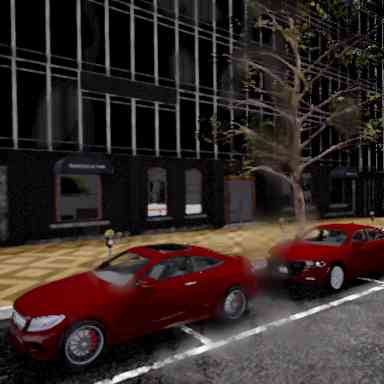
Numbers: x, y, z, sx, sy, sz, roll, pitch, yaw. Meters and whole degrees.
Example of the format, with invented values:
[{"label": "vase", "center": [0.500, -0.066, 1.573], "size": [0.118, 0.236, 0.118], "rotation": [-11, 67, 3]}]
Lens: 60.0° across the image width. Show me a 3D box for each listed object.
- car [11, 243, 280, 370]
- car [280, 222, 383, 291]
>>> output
[{"label": "car", "center": [-0.674, 1.578, 5.631], "size": [4.206, 1.307, 1.802], "rotation": [0, -1, -35]}, {"label": "car", "center": [3.924, 1.532, 8.913], "size": [4.507, 1.381, 1.887], "rotation": [0, -1, -35]}]
